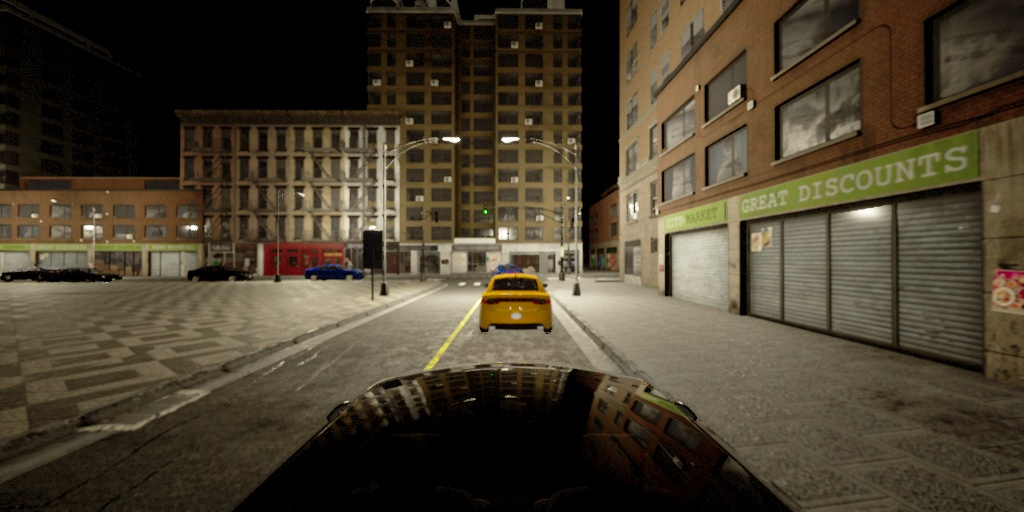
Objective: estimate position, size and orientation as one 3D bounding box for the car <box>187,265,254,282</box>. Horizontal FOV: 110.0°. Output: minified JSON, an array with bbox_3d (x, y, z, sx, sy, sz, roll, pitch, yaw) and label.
[{"bbox_3d":[-25.472,1.556,31.438,5.008,1.535,1.882,0,0,-1],"label":"car"}]

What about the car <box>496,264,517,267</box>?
[{"bbox_3d":[-0.490,1.349,27.285,1.882,1.535,5.008,0,0,-10],"label":"car"}]

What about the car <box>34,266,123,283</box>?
[{"bbox_3d":[-37.484,1.700,31.300,5.357,1.411,2.033,0,0,-1],"label":"car"}]

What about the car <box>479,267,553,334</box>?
[{"bbox_3d":[0.105,1.274,10.907,1.882,1.535,5.008,0,0,0],"label":"car"}]

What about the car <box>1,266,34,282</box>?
[{"bbox_3d":[-45.636,1.716,34.345,4.902,1.511,2.128,0,0,0],"label":"car"}]

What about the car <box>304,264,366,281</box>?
[{"bbox_3d":[-15.500,1.485,31.564,5.008,1.535,1.882,0,0,0],"label":"car"}]
